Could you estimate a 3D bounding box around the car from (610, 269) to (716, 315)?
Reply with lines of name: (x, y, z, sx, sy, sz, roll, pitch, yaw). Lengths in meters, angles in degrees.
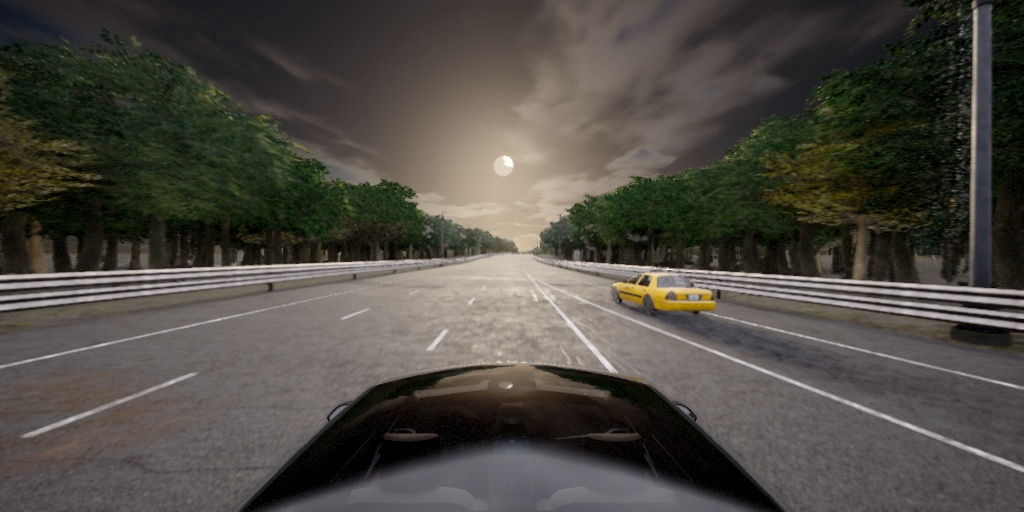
car: (5.481, 1.287, 13.874, 1.801, 1.575, 5.366, 1, 0, -6)
